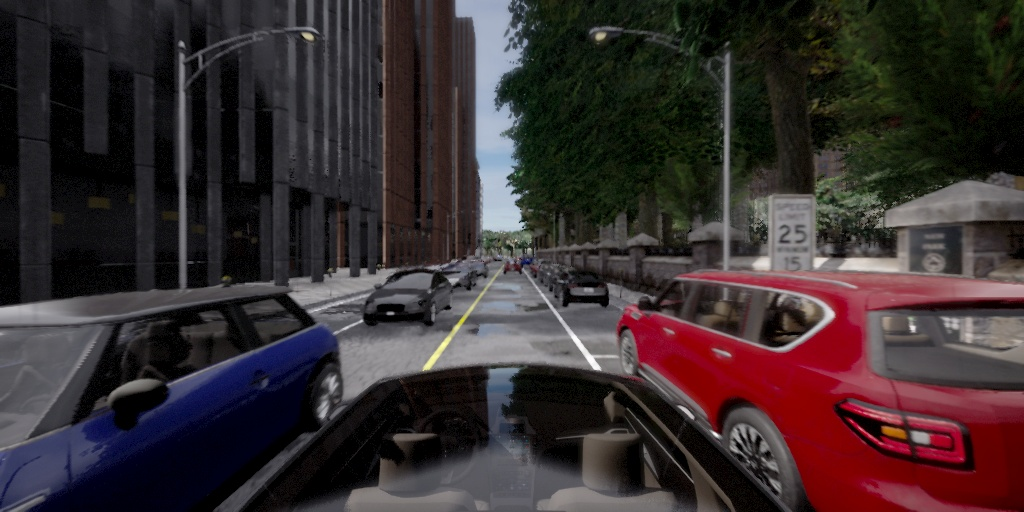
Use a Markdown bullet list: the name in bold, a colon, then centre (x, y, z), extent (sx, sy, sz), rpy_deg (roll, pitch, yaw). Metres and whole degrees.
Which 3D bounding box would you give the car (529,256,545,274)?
- **car**: centre (2.756, 1.040, 31.349), extent (1.967, 1.591, 4.097), rpy_deg (0, 0, 0)

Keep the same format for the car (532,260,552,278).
- **car**: centre (2.757, 1.178, 25.893), extent (2.007, 1.370, 4.403), rpy_deg (0, 0, 0)

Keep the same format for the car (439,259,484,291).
- **car**: centre (-3.098, 1.143, 21.076), extent (2.128, 1.511, 4.902), rpy_deg (0, 0, 0)

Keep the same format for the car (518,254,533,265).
- **car**: centre (2.381, 0.711, 54.747), extent (2.150, 2.045, 5.566), rpy_deg (0, 0, 0)

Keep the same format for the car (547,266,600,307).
- **car**: centre (2.760, 1.249, 14.980), extent (1.948, 1.339, 4.313), rpy_deg (0, 0, 0)

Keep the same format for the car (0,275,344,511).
- **car**: centre (-3.100, 1.100, 2.475), extent (2.097, 1.767, 4.553), rpy_deg (0, 0, 0)

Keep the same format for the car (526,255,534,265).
- **car**: centre (2.754, 1.012, 36.806), extent (1.967, 1.591, 4.097), rpy_deg (0, 0, 0)

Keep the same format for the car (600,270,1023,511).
- **car**: centre (2.762, 1.055, 4.067), extent (2.192, 1.841, 5.009), rpy_deg (0, 0, 0)

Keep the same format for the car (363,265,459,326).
- **car**: centre (-3.101, 1.205, 11.579), extent (1.837, 1.490, 4.892), rpy_deg (0, 0, 0)

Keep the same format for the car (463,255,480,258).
- **car**: centre (-5.773, 0.830, 47.711), extent (2.192, 1.841, 5.009), rpy_deg (0, 0, 0)

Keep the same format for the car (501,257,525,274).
- **car**: centre (0.078, 1.094, 37.348), extent (1.812, 1.442, 4.674), rpy_deg (0, 0, 0)

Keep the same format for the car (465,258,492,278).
- **car**: centre (-3.076, 1.164, 31.067), extent (1.994, 1.385, 4.181), rpy_deg (0, 0, 1)

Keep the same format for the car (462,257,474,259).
- **car**: centre (-5.772, 1.125, 42.255), extent (1.802, 1.307, 4.207), rpy_deg (0, 0, 0)

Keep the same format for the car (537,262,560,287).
- **car**: centre (2.758, 1.206, 20.436), extent (2.007, 1.370, 4.403), rpy_deg (0, 0, 0)
